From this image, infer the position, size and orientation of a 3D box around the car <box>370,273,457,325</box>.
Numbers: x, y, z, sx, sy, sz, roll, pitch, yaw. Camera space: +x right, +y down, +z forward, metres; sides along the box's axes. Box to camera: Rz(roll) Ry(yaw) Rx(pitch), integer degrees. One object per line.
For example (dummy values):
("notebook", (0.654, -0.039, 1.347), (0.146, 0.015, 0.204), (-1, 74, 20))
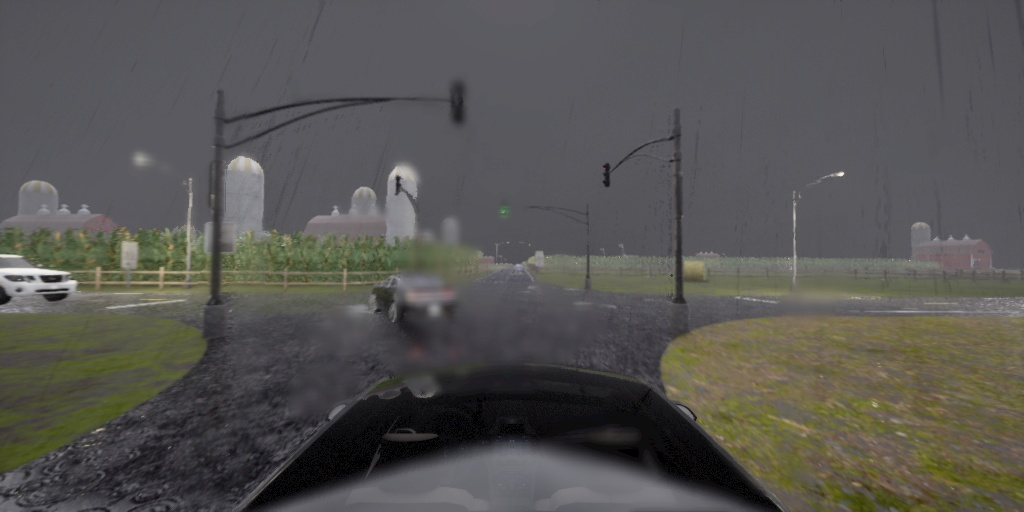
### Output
("car", (-3.566, 1.351, 12.485), (2.128, 1.511, 4.902), (0, 0, -33))

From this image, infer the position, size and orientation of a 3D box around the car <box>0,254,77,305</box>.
("car", (-21.506, 0.886, 14.610), (5.566, 2.045, 2.150), (1, -2, -2))
